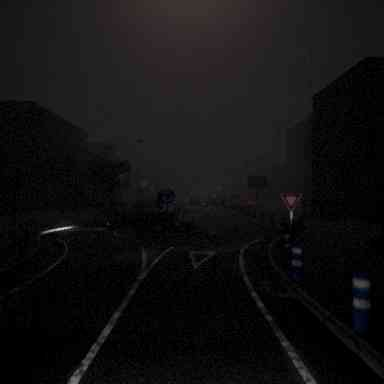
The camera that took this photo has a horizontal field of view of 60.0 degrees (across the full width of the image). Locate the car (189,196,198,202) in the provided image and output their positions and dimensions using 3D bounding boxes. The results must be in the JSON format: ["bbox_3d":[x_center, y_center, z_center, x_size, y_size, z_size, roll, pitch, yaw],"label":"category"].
[{"bbox_3d":[0.303,1.628,76.796,1.895,1.301,4.718,0,0,-1],"label":"car"}]

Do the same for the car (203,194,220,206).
[{"bbox_3d":[3.486,1.667,60.927,2.097,1.767,4.553,0,1,-1],"label":"car"}]

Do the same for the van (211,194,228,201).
[{"bbox_3d":[7.649,1.480,92.193,4.442,1.987,1.878,0,0,-1],"label":"van"}]

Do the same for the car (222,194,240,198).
[{"bbox_3d":[8.115,1.668,59.121,4.553,1.767,2.185,0,1,-1],"label":"car"}]

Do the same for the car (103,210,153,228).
[{"bbox_3d":[-4.703,2.187,27.137,4.718,1.301,1.895,1,-1,-33],"label":"car"}]

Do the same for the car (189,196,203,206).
[{"bbox_3d":[0.486,1.666,60.892,2.097,1.767,4.553,0,1,-1],"label":"car"}]

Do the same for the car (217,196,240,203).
[{"bbox_3d":[7.995,1.695,72.901,4.892,1.521,2.231,0,0,-1],"label":"car"}]

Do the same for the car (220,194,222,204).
[{"bbox_3d":[8.144,1.516,61.875,5.566,2.045,2.435,0,1,-1],"label":"car"}]

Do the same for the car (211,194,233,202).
[{"bbox_3d":[7.801,1.433,86.683,5.566,2.045,2.435,0,0,-1],"label":"car"}]

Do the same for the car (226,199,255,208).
[{"bbox_3d":[8.182,1.865,56.368,4.674,1.452,2.002,0,1,-1],"label":"car"}]

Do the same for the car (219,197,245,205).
[{"bbox_3d":[8.047,1.723,67.389,5.008,1.535,2.097,0,0,-1],"label":"car"}]

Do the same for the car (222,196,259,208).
[{"bbox_3d":[8.025,1.856,53.608,5.366,1.575,1.946,0,1,-1],"label":"car"}]
